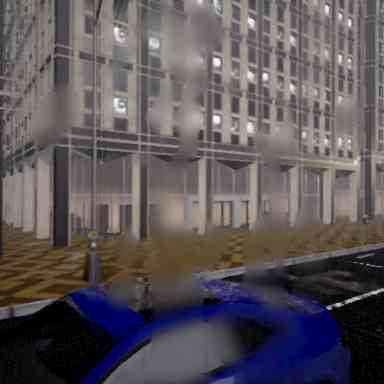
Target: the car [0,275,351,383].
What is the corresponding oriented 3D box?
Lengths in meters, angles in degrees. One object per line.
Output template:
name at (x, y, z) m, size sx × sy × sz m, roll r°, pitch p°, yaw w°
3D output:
car at (-0.552, 1.533, 2.676) m, size 4.674 × 1.442 × 1.812 m, roll 1°, pitch 0°, yaw -36°
